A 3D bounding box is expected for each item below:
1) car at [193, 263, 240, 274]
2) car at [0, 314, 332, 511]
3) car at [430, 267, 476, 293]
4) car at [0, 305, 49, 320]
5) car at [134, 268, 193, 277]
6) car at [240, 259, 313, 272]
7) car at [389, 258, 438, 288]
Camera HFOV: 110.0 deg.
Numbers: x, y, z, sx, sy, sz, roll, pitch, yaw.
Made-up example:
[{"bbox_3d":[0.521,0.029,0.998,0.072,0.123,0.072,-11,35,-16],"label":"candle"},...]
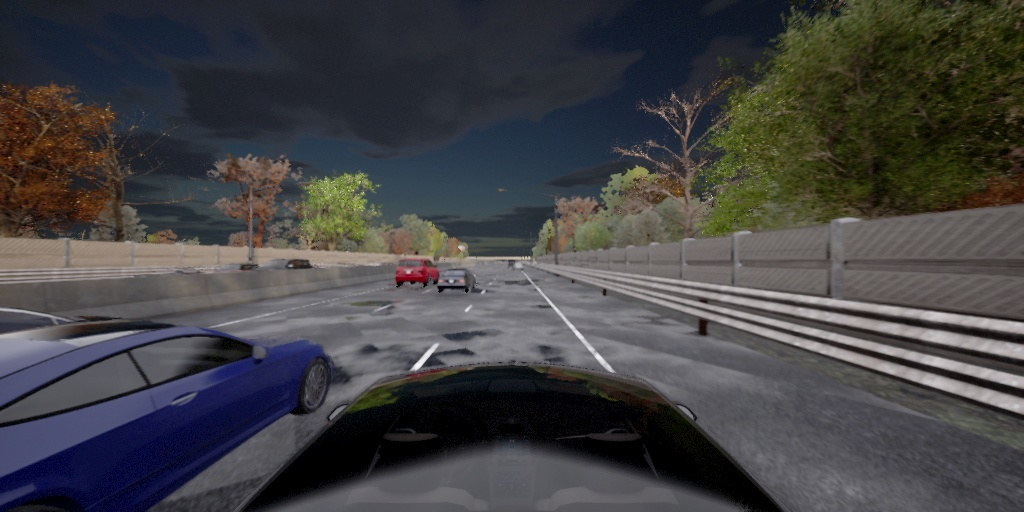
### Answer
[{"bbox_3d":[-21.097,1.346,27.342,2.097,1.767,4.553,0,-1,0],"label":"car"},{"bbox_3d":[-3.422,1.288,3.072,1.812,1.442,4.674,0,0,0],"label":"car"},{"bbox_3d":[-3.406,1.495,22.651,2.033,1.411,5.357,0,-1,0],"label":"car"},{"bbox_3d":[-6.917,1.265,4.167,2.128,1.511,4.902,0,0,0],"label":"car"},{"bbox_3d":[-24.600,1.584,26.250,1.895,1.301,4.718,0,-1,0],"label":"car"},{"bbox_3d":[-17.600,1.219,27.597,2.150,2.045,5.566,0,-1,0],"label":"car"},{"bbox_3d":[-6.903,1.208,26.593,2.150,2.045,5.566,0,-1,0],"label":"car"}]
